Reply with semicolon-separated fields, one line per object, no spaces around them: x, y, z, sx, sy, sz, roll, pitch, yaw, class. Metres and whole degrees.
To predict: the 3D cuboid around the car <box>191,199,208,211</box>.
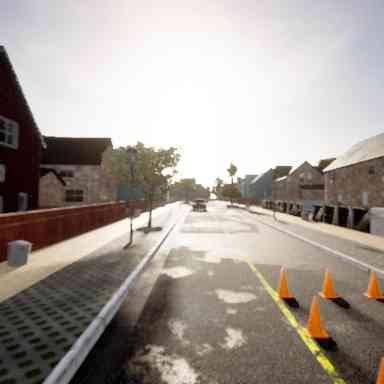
0.963;1.705;44.057;1.837;1.490;4.892;1;0;1;car

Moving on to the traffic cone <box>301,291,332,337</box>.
1.988;1.982;5.376;0.340;0.580;0.340;1;0;1;traffic cone

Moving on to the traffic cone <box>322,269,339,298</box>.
3.015;1.996;7.362;0.340;0.580;0.340;1;0;1;traffic cone

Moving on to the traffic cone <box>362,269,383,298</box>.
4.014;2.005;7.347;0.340;0.580;0.340;1;0;1;traffic cone

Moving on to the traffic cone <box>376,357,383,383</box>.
1.959;1.978;3.376;0.340;0.580;0.340;1;0;1;traffic cone

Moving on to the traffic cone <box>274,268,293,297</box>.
2.016;1.987;7.376;0.340;0.580;0.340;1;0;1;traffic cone
